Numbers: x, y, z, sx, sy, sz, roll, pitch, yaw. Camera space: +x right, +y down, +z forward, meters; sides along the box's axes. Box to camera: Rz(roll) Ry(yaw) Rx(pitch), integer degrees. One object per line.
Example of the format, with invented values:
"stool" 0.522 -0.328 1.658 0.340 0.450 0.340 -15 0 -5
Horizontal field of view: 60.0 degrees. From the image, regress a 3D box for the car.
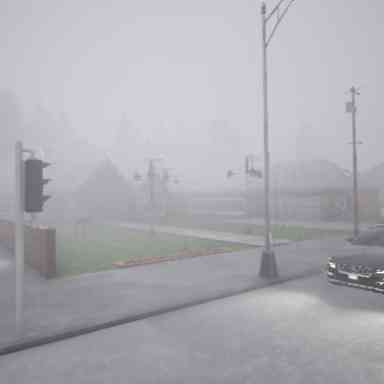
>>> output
"car" 5.432 1.587 8.665 4.892 1.490 1.837 0 -1 -37
